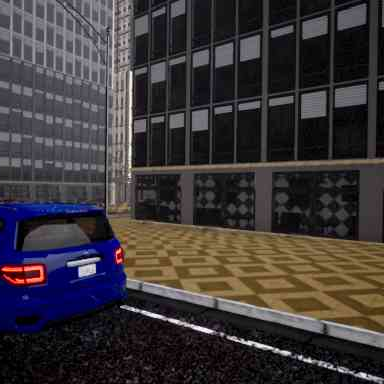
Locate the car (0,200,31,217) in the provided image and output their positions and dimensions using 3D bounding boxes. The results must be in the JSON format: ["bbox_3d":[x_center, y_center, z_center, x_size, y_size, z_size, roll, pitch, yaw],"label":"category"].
[{"bbox_3d":[-18.847,1.614,32.904,1.837,1.490,4.892,1,0,36],"label":"car"}]

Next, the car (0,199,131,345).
[{"bbox_3d":[-3.701,1.218,6.322,5.566,2.045,2.150,0,0,35],"label":"car"}]

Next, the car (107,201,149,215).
[{"bbox_3d":[-7.351,1.829,38.740,1.752,1.417,4.829,1,0,36],"label":"car"}]

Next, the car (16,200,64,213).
[{"bbox_3d":[-17.647,1.641,38.903,1.752,1.417,4.829,1,0,36],"label":"car"}]

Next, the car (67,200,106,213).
[{"bbox_3d":[-12.936,1.761,40.924,1.994,1.385,4.181,1,0,36],"label":"car"}]

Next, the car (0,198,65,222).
[{"bbox_3d":[-14.149,1.518,29.528,2.192,1.841,5.009,1,0,36],"label":"car"}]
